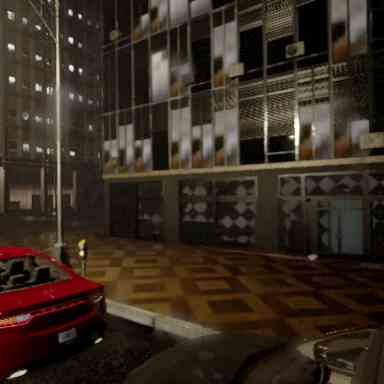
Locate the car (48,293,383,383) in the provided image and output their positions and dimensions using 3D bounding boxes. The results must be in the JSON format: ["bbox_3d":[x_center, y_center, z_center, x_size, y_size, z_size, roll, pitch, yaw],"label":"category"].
[{"bbox_3d":[1.375,1.551,1.871,4.403,1.369,2.008,0,-1,36],"label":"car"}]

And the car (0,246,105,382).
[{"bbox_3d":[-3.262,1.530,5.181,4.507,1.381,1.887,0,-1,36],"label":"car"}]
